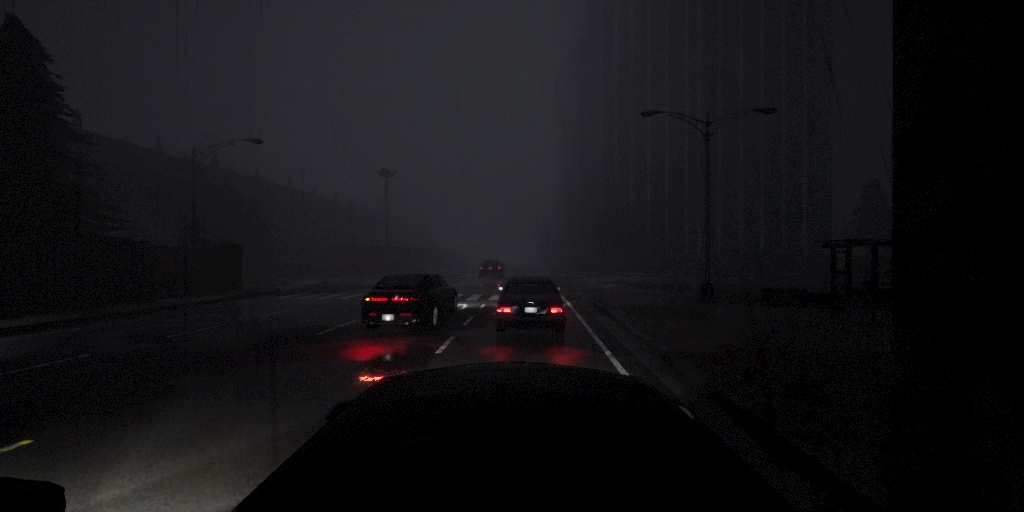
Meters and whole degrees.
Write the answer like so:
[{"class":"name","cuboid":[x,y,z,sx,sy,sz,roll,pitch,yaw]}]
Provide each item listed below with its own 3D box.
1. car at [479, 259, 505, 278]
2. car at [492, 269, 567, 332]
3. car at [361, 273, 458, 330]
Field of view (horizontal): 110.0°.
[{"class":"car","cuboid":[-1.797,1.114,34.067,2.097,1.767,4.553,0,0,3]},{"class":"car","cuboid":[0.534,1.297,10.820,2.033,1.411,5.357,0,0,2]},{"class":"car","cuboid":[-2.935,1.254,11.160,1.837,1.490,4.892,0,0,2]}]
